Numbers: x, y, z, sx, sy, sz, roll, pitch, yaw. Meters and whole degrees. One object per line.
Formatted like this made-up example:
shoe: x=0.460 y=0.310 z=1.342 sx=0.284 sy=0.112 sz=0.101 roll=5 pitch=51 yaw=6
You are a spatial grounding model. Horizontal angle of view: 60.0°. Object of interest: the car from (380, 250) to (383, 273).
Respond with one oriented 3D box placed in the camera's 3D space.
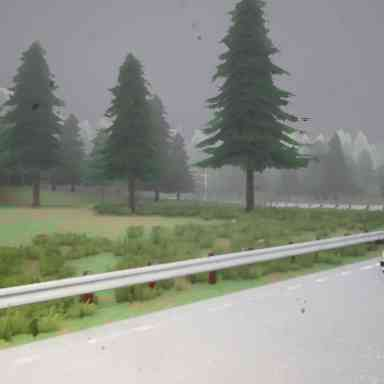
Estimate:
car: x=6.879 y=1.459 z=8.823 sx=4.674 sy=1.442 sz=1.812 roll=0 pitch=0 yaw=-35
